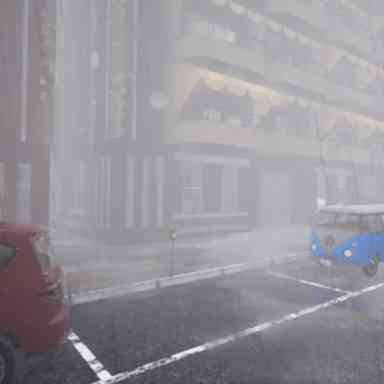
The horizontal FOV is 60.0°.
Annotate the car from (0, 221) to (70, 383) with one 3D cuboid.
[{"bbox_3d":[-3.844,1.326,3.321,5.009,1.841,2.192,-1,2,-36],"label":"car"}]

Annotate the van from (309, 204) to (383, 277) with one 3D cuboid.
[{"bbox_3d":[5.145,1.272,9.762,3.998,1.788,1.690,-1,2,-36],"label":"van"}]
